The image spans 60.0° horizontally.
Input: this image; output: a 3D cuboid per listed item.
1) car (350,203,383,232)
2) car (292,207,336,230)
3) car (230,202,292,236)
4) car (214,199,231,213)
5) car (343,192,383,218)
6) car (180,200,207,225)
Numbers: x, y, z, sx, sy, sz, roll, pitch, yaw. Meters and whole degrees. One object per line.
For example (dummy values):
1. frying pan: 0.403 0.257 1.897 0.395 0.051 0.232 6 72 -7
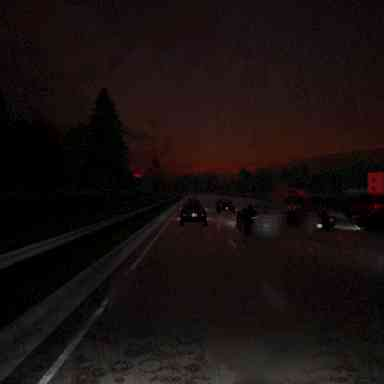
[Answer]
1. car: 10.604 1.535 17.213 2.033 1.411 5.357 0 0 0
2. car: 7.106 1.586 20.733 1.895 1.301 4.718 0 0 0
3. car: 3.604 1.478 18.412 2.128 1.511 4.902 0 0 0
4. car: 3.610 1.499 36.846 1.812 1.442 4.674 0 0 0
5. car: 14.107 1.202 26.288 2.150 2.045 5.566 0 0 0
6. car: 0.106 1.530 23.808 2.033 1.411 5.357 0 0 0
